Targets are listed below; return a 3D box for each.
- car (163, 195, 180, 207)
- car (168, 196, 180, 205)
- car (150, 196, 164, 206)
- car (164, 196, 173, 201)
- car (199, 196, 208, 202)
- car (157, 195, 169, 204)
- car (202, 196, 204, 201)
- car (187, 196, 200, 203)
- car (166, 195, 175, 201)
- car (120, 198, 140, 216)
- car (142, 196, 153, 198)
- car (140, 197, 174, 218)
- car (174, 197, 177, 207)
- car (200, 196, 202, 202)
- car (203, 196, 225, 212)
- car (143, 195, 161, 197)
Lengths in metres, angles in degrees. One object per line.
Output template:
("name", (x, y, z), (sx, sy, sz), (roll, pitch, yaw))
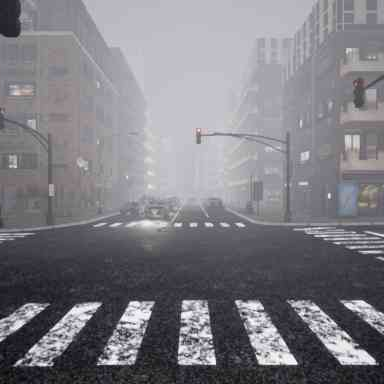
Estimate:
("car", (-3.145, 1.578, 49.899), (1.994, 1.385, 4.181), (0, 0, 0))
("car", (-3.113, 1.498, 59.909), (1.882, 1.535, 5.008), (0, 0, 0))
("car", (-5.752, 1.457, 54.918), (1.967, 1.590, 4.097), (0, 0, 0))
("car", (-5.785, 1.590, 83.330), (2.008, 1.369, 4.403), (0, 0, 0))
("car", (2.602, 1.585, 77.659), (2.008, 1.369, 4.403), (0, 0, 0))
("car", (-5.765, 1.465, 66.284), (1.967, 1.590, 4.097), (0, 0, 0))
("car", (2.641, 1.451, 43.565), (1.967, 1.590, 4.097), (0, 0, 0))
("car", (-0.036, 1.539, 70.608), (2.128, 1.511, 4.902), (0, 0, 0))
("car", (-5.791, 1.595, 89.012), (2.008, 1.369, 4.403), (0, 0, 0))
("car", (-5.726, 1.572, 32.188), (1.947, 1.339, 4.313), (0, 0, 0))
("car", (-5.732, 1.534, 37.701), (1.752, 1.417, 4.829), (0, 0, 0))
("car", (-3.126, 1.497, 30.622), (2.128, 1.511, 4.902), (0, 0, 1))
("car", (-3.144, 1.610, 39.921), (1.895, 1.301, 4.718), (0, 0, 0))
("car", (2.629, 1.599, 54.930), (1.802, 1.307, 4.206), (0, 0, 0))
("car", (2.647, 1.449, 37.882), (1.967, 1.590, 4.097), (0, 0, 0))
("car", (-5.739, 1.326, 43.553), (2.192, 1.841, 5.009), (0, 0, 0))
